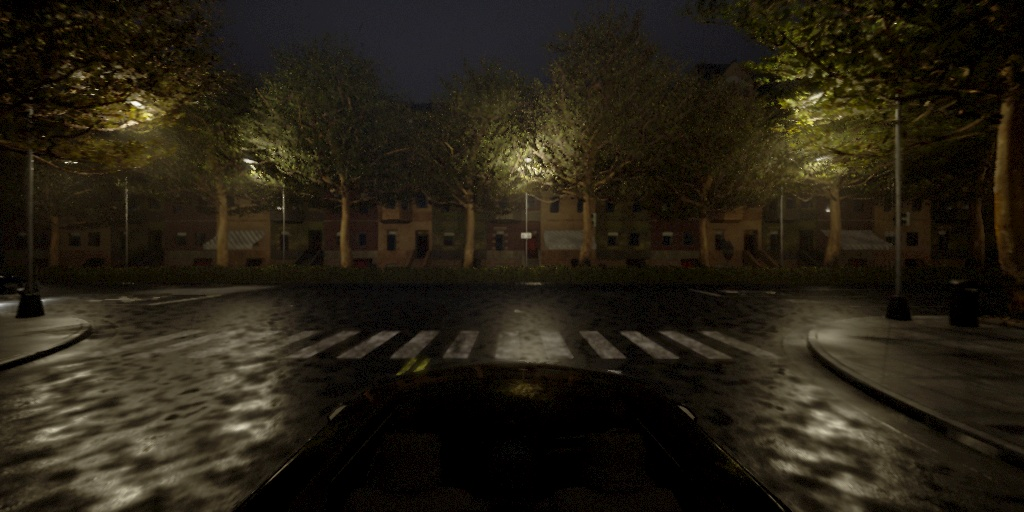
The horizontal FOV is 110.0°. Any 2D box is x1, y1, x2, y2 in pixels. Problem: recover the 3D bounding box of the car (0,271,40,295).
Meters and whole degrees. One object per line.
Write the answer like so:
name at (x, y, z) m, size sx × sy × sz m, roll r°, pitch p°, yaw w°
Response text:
car at (-24.558, 1.238, 16.263) m, size 4.674 × 1.442 × 1.812 m, roll 0°, pitch 0°, yaw 1°
